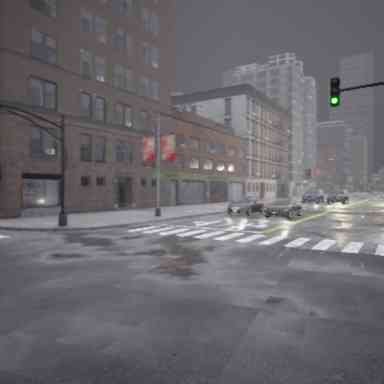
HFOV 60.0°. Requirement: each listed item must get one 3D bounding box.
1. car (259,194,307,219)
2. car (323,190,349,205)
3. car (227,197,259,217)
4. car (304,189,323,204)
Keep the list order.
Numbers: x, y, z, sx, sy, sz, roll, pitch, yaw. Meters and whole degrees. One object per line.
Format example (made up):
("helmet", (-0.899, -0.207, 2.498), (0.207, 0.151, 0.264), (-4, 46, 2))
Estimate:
("car", (7.014, 1.185, 25.270), (1.837, 1.490, 4.892), (1, 1, 32))
("car", (20.125, 0.682, 45.851), (2.150, 2.045, 5.566), (1, 1, 33))
("car", (4.604, 1.139, 27.535), (2.128, 1.511, 4.902), (1, 1, 32))
("car", (17.521, 0.653, 47.807), (2.150, 2.045, 5.566), (1, 0, 33))
